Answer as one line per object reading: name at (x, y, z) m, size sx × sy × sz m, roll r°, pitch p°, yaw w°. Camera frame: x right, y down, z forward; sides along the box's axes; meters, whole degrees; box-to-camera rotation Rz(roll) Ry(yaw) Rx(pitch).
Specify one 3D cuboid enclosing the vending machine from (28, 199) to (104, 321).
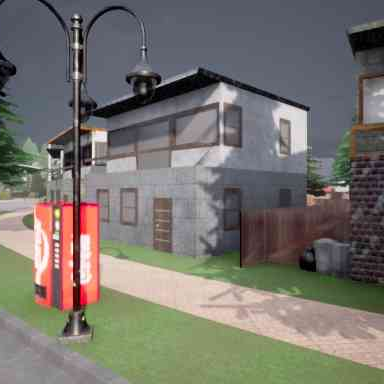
vending machine at (-2.452, 1.195, 6.491) m, size 0.880 × 2.100 × 1.100 m, roll 0°, pitch 0°, yaw 42°
